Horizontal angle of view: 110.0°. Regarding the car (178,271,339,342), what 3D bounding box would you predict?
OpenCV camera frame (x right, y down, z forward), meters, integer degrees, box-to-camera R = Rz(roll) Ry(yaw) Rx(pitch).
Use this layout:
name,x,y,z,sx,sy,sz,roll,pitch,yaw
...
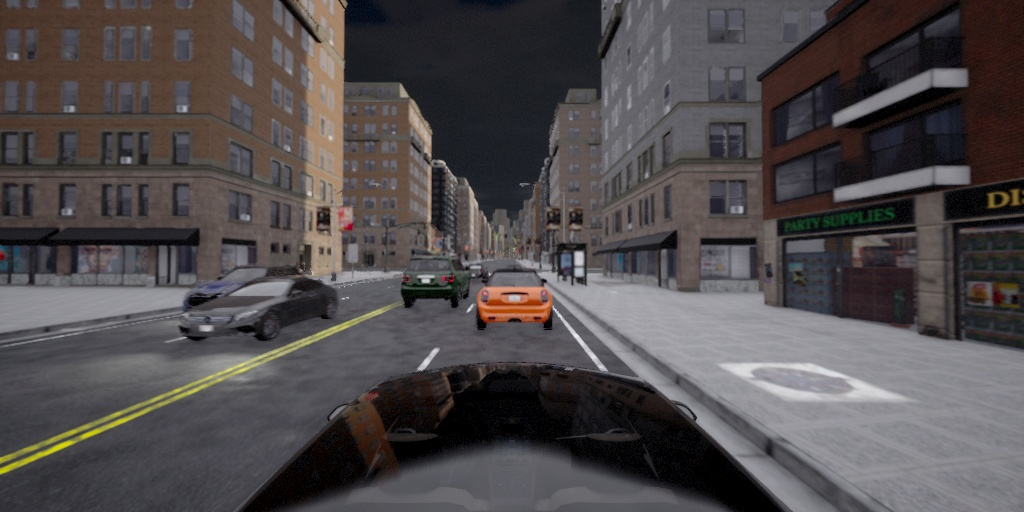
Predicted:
name,x,y,z,sx,sy,sz,roll,pitch,yaw
car,-6.599,1.309,10.070,1.812,1.442,4.674,0,0,0

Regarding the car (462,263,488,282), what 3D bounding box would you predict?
name,x,y,z,sx,sy,sz,roll,pitch,yaw
car,-3.152,1.400,31.745,1.812,1.442,4.674,0,0,0

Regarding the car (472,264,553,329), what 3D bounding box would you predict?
name,x,y,z,sx,sy,sz,roll,pitch,yaw
car,0.081,1.141,11.551,2.097,1.767,4.553,0,0,0

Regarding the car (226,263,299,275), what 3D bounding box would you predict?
name,x,y,z,sx,sy,sz,roll,pitch,yaw
car,-9.847,1.149,13.771,2.097,1.767,4.553,0,0,0

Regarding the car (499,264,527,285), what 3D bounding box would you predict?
name,x,y,z,sx,sy,sz,roll,pitch,yaw
car,0.091,1.409,28.760,2.033,1.411,5.357,0,0,0

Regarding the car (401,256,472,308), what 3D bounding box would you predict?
name,x,y,z,sx,sy,sz,roll,pitch,yaw
car,-3.157,1.027,15.821,2.150,2.045,5.566,0,0,0
